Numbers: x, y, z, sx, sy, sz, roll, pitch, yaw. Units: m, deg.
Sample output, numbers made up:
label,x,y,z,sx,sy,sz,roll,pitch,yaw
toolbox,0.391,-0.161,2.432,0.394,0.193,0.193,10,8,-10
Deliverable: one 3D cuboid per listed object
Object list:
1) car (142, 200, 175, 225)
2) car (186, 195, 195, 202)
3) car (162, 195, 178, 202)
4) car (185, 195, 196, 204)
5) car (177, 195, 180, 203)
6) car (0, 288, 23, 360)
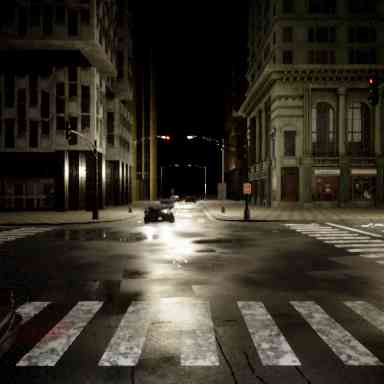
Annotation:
label,x,y,z,sx,sy,sz,roll,pitch,yaw
car,-2.493,1.560,23.810,1.994,1.385,4.181,0,0,-11
car,-0.404,1.454,73.734,1.994,1.385,4.181,0,0,0
car,-3.280,1.514,43.414,2.033,1.411,5.357,0,0,0
car,-0.239,1.451,63.922,1.812,1.442,4.674,0,0,0
car,-3.373,1.414,65.643,2.128,1.511,4.902,0,0,0
car,-3.103,1.547,1.974,2.033,1.411,5.357,0,0,0
